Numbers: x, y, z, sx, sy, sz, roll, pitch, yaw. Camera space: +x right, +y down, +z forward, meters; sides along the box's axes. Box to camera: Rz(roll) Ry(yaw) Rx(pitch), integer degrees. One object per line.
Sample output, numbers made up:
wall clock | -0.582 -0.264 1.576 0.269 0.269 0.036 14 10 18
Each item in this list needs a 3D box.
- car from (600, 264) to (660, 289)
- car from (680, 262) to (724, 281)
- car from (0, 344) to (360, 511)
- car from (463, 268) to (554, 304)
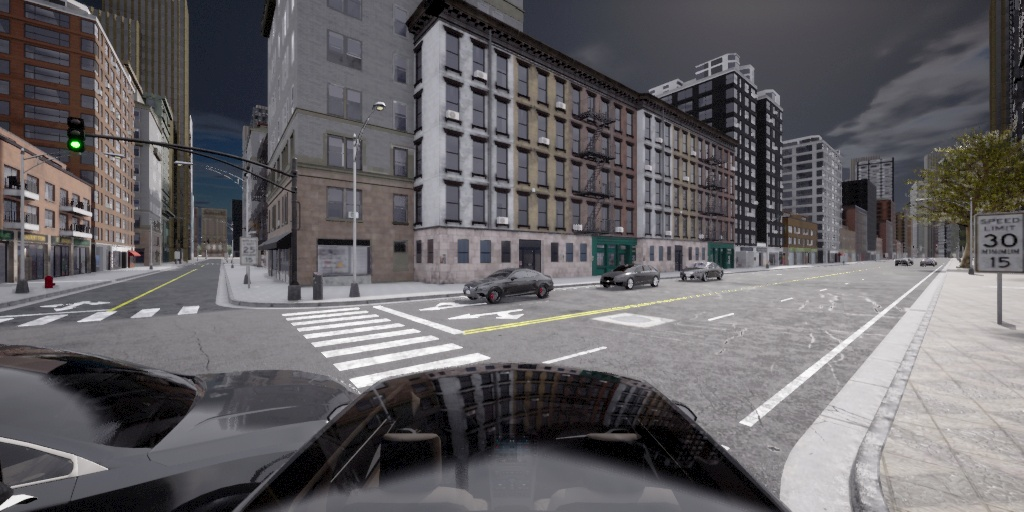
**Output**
car | 7.629 1.258 22.972 4.892 1.490 1.837 0 0 -39
car | 15.633 1.235 29.451 4.902 1.511 2.128 0 0 -39
car | -3.224 1.257 1.765 4.892 1.490 1.837 0 0 -35
car | -0.056 1.286 16.740 4.674 1.442 1.812 0 0 -39
